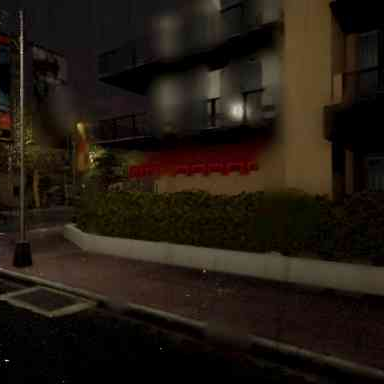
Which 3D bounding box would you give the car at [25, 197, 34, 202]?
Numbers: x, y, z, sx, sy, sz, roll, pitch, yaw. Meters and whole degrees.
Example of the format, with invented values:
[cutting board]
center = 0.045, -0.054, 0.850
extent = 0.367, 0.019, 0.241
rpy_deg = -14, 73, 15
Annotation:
[car]
center = -32.995, 1.750, 65.521
extent = 4.892, 1.521, 2.231
rpy_deg = 0, 0, 35
